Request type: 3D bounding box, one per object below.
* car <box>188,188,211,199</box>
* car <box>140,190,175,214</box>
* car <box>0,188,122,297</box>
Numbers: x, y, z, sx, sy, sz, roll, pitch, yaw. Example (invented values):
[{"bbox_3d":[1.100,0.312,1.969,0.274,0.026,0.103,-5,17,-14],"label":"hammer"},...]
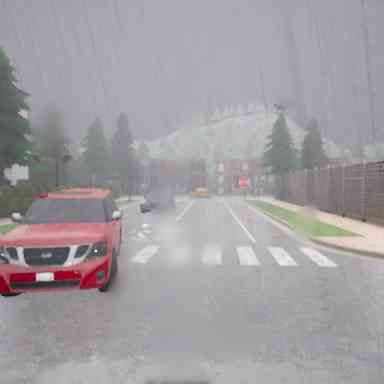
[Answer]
[{"bbox_3d":[0.983,0.169,47.385,1.882,1.535,5.008,-1,1,-21],"label":"car"},{"bbox_3d":[-2.526,0.646,25.373,2.097,1.767,4.553,0,2,3],"label":"car"},{"bbox_3d":[-2.989,0.978,8.471,2.150,2.045,5.566,-1,3,-9],"label":"car"}]
